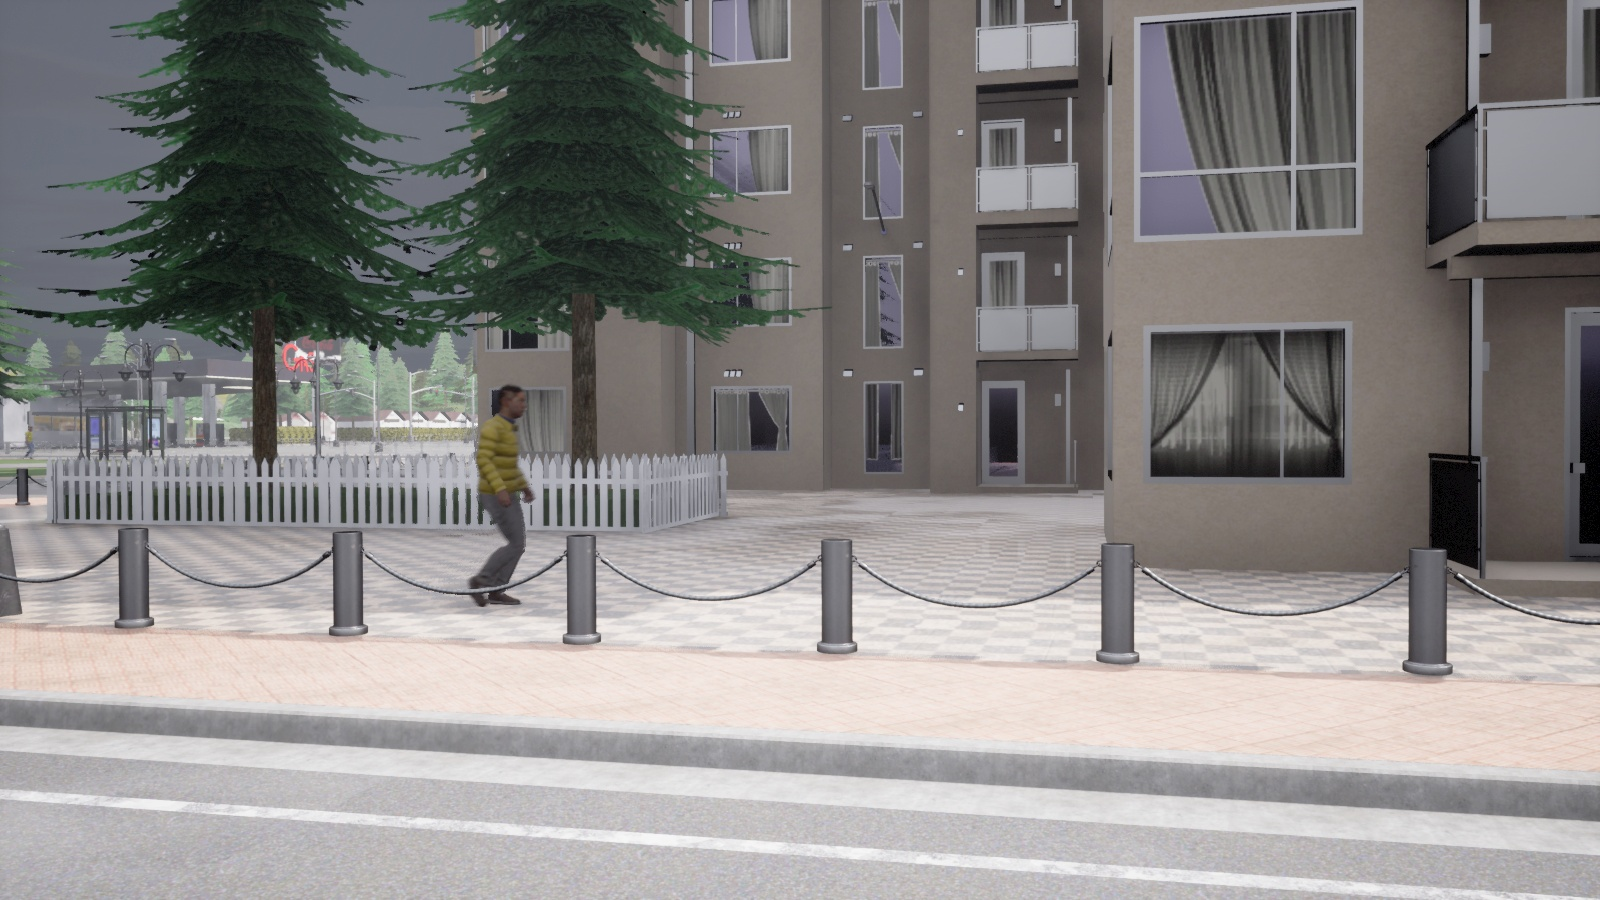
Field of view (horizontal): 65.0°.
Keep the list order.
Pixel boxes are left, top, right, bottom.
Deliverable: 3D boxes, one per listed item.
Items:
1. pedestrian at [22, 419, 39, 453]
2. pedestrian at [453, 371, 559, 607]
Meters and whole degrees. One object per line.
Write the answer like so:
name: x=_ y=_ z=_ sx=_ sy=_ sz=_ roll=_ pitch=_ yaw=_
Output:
pedestrian: x=-41.485 y=-0.758 z=67.698 sx=0.706 sy=1.836 sz=0.354 roll=0 pitch=1 yaw=10
pedestrian: x=-2.353 y=0.300 z=10.073 sx=0.709 sy=1.840 sz=0.431 roll=0 pitch=1 yaw=10
